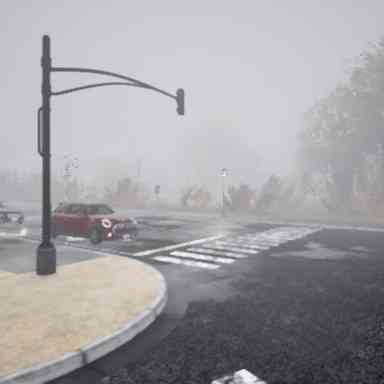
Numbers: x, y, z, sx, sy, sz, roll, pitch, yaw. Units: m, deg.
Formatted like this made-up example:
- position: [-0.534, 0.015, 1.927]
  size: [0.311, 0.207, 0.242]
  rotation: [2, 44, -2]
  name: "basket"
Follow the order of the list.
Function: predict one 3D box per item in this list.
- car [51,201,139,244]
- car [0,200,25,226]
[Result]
- position: [-4.578, 1.250, 15.253]
  size: [4.553, 1.767, 2.097]
  rotation: [1, 0, 34]
  name: "car"
- position: [-12.179, 1.254, 20.341]
  size: [4.902, 1.511, 2.128]
  rotation: [1, 0, 33]
  name: "car"
